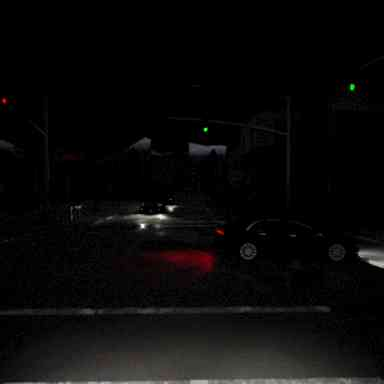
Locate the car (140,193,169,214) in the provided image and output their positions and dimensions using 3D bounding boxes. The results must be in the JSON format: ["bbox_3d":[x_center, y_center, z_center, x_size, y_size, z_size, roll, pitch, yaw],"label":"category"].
[{"bbox_3d":[-3.659,1.091,31.721,2.097,1.767,4.553,0,0,0],"label":"car"}]

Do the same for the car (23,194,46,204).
[{"bbox_3d":[-26.063,1.099,55.072,1.970,1.475,3.806,0,0,0],"label":"car"}]

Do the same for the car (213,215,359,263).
[{"bbox_3d":[3.211,1.602,11.624,4.892,1.490,1.837,2,1,0],"label":"car"}]

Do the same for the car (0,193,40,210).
[{"bbox_3d":[-18.997,1.188,36.615,2.007,1.523,4.514,0,0,0],"label":"car"}]

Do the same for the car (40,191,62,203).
[{"bbox_3d":[-22.736,0.820,54.474,1.905,1.878,3.866,0,0,0],"label":"car"}]

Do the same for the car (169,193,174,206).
[{"bbox_3d":[-3.679,0.968,46.798,2.097,1.767,4.553,0,0,0],"label":"car"}]

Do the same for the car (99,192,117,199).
[{"bbox_3d":[-22.350,0.945,88.479,4.611,1.667,2.242,0,0,0],"label":"car"}]
